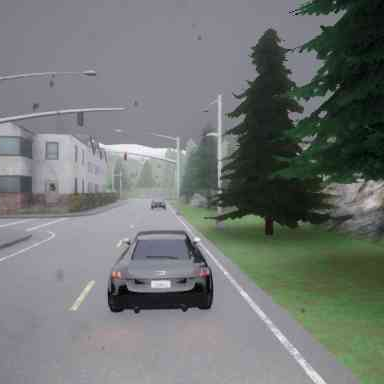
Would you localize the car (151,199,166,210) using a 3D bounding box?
[{"bbox_3d":[-4.449,1.596,43.913,1.895,1.301,4.718,0,0,-6],"label":"car"}]

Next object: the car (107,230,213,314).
[{"bbox_3d":[-0.697,1.563,7.750,1.994,1.385,4.181,0,0,-5],"label":"car"}]
